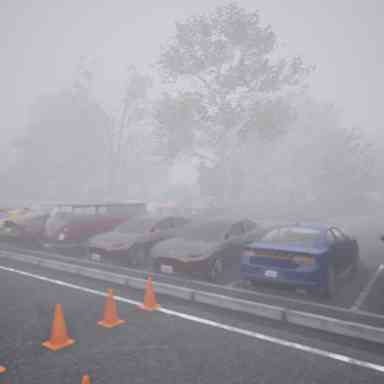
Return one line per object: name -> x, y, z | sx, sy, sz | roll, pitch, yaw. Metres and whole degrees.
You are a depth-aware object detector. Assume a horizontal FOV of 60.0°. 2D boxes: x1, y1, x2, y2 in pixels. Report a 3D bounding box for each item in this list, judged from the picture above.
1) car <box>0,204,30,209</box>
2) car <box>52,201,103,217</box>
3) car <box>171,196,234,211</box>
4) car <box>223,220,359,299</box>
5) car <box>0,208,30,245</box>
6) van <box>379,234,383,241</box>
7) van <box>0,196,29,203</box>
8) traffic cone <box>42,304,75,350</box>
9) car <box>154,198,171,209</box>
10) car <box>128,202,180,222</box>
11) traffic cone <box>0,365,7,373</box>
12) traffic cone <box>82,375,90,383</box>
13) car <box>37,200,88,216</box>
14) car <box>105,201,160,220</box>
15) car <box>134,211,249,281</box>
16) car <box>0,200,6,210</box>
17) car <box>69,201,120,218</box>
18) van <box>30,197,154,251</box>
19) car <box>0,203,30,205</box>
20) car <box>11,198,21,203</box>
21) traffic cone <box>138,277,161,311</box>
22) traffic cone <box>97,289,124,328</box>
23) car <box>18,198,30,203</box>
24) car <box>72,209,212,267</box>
car -> -8.228, 1.578, 17.122 | 1.946, 1.575, 5.366 | 0, 0, 36
car -> -12.223, 1.752, 35.821 | 2.163, 1.488, 4.792 | 0, -1, 36
car -> 1.253, 1.383, 26.156 | 2.435, 2.045, 5.566 | 0, 0, 36
car -> 3.049, 1.528, 8.796 | 2.097, 1.535, 5.008 | 0, 0, 36
car -> -6.041, 1.599, 15.361 | 2.163, 1.488, 4.792 | 0, 0, 36
van -> 5.262, 1.292, 7.073 | 1.878, 1.987, 4.442 | 0, 0, 36
van -> -23.452, 1.592, 44.065 | 1.878, 1.987, 4.442 | -1, -1, 36
traffic cone -> -2.012, 1.988, 5.015 | 0.340, 0.580, 0.340 | 0, 0, 36
car -> -0.910, 1.393, 27.707 | 2.435, 2.045, 5.566 | 0, 0, 36
car -> -3.257, 1.697, 29.421 | 2.002, 1.452, 4.674 | 0, 0, 36
traffic cone -> -2.595, 1.984, 4.205 | 0.340, 0.580, 0.340 | 0, 0, 36
traffic cone -> -0.972, 1.976, 3.037 | 0.340, 0.580, 0.340 | 0, 0, 36
car -> -14.471, 1.741, 37.464 | 2.097, 1.535, 5.008 | 0, -1, 36
car -> -5.420, 1.671, 30.971 | 2.097, 1.535, 5.008 | 0, -1, 36
car -> 0.758, 1.568, 10.411 | 2.163, 1.488, 4.792 | 0, 0, 36
car -> -30.295, 1.931, 48.846 | 2.002, 1.452, 4.674 | -1, -1, 36
car -> -9.926, 1.733, 34.245 | 2.163, 1.488, 4.792 | 0, -1, 36
van -> -3.849, 1.333, 13.609 | 1.878, 1.987, 4.442 | 0, 0, 36
car -> -10.614, 1.591, 18.599 | 2.097, 1.535, 5.008 | 0, 0, 36
car -> -18.996, 1.819, 40.715 | 2.002, 1.452, 4.674 | 0, -1, 36
traffic cone -> -0.847, 1.998, 6.635 | 0.340, 0.580, 0.340 | 0, 0, 36
traffic cone -> -1.430, 1.993, 5.825 | 0.340, 0.580, 0.340 | 0, 0, 36
car -> -16.840, 1.756, 38.943 | 1.946, 1.575, 5.366 | 0, -1, 36
car -> -1.520, 1.578, 12.045 | 2.163, 1.488, 4.792 | 0, 0, 36
